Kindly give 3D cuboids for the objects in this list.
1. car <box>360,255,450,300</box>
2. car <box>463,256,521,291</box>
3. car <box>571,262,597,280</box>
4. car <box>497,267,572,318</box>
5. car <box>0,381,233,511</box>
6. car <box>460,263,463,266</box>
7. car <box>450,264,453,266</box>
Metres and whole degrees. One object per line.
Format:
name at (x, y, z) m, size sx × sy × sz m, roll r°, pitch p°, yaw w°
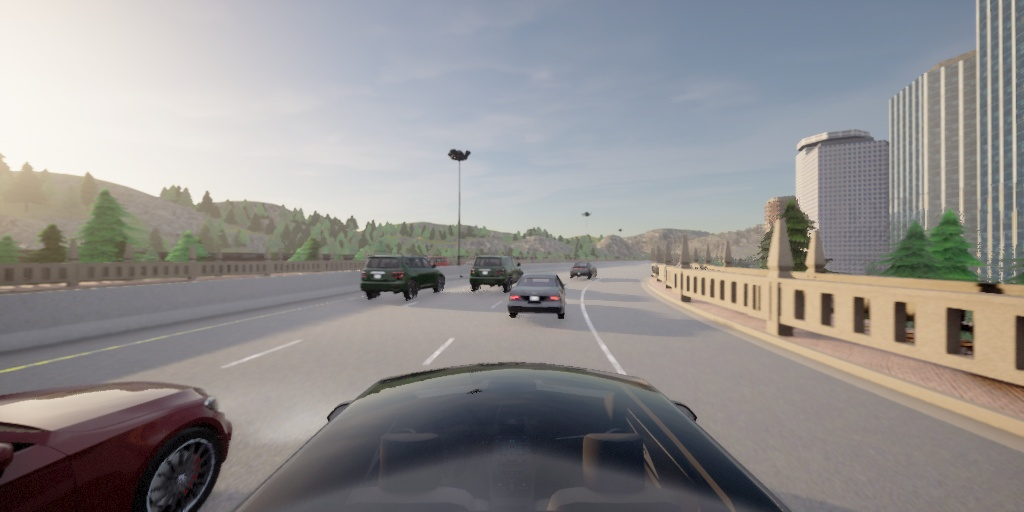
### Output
car at (-5.226, 0.971, 17.861) m, size 2.150 × 2.045 × 5.566 m, roll 0°, pitch 0°, yaw 10°
car at (-0.819, 0.997, 21.716) m, size 2.150 × 2.045 × 5.566 m, roll 0°, pitch 0°, yaw 13°
car at (6.721, 1.331, 33.387) m, size 2.128 × 1.511 × 4.902 m, roll 0°, pitch 0°, yaw 22°
car at (1.032, 1.312, 13.108) m, size 2.033 × 1.411 × 5.357 m, roll 0°, pitch 0°, yaw 8°
car at (-3.305, 1.259, 1.099) m, size 1.812 × 1.442 × 4.674 m, roll 0°, pitch 0°, yaw 0°
car at (-6.182, 1.387, 55.709) m, size 1.882 × 1.535 × 5.008 m, roll 0°, pitch -1°, yaw 27°
car at (-8.118, 1.014, 34.375) m, size 2.150 × 2.045 × 5.566 m, roll 0°, pitch 0°, yaw 20°
